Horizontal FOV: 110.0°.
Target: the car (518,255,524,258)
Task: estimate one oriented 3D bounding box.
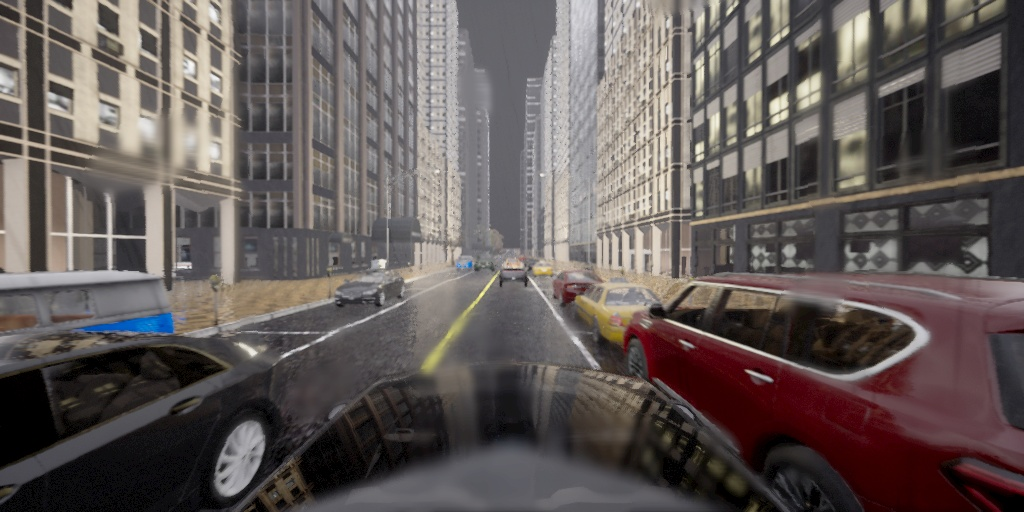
[{"bbox_3d":[0.098,1.023,41.001,1.882,1.535,5.008,0,1,0],"label":"car"}]

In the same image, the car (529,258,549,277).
[{"bbox_3d":[2.690,1.121,32.132,1.751,1.417,4.829,0,0,0],"label":"car"}]

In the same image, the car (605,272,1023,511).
[{"bbox_3d":[2.690,1.056,3.471,2.192,1.841,5.009,0,0,0],"label":"car"}]

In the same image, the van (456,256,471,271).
[{"bbox_3d":[-5.691,0.873,43.363,1.690,1.789,3.998,0,0,0],"label":"van"}]

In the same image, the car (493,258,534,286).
[{"bbox_3d":[0.096,1.132,23.920,2.128,1.511,4.902,0,0,0],"label":"car"}]

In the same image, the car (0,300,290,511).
[{"bbox_3d":[-3.097,1.257,1.535,1.837,1.490,4.892,0,0,0],"label":"car"}]

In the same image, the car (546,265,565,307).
[{"bbox_3d":[2.690,1.231,14.867,1.888,1.381,4.507,0,0,0],"label":"car"}]

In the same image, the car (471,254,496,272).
[{"bbox_3d":[-3.061,0.767,41.398,2.150,2.045,5.566,0,0,0],"label":"car"}]

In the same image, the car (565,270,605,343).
[{"bbox_3d":[2.690,1.239,9.338,1.751,1.417,4.829,0,0,0],"label":"car"}]

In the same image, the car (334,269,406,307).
[{"bbox_3d":[-5.690,1.236,14.869,2.007,1.370,4.403,0,0,0],"label":"car"}]

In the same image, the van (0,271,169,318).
[{"bbox_3d":[-5.691,1.082,3.475,1.690,1.789,3.998,0,0,0],"label":"van"}]
